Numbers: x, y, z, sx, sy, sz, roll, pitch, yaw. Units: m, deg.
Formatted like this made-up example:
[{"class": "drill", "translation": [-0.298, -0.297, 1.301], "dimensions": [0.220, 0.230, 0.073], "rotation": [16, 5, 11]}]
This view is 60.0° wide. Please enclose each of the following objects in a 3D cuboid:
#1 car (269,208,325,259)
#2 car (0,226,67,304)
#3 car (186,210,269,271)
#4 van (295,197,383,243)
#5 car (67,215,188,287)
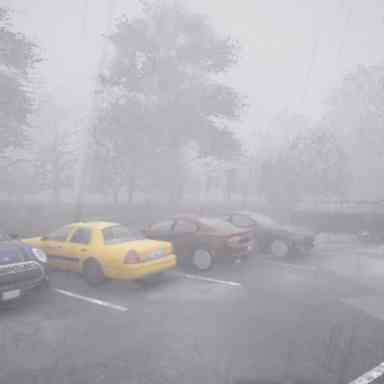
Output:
[{"class": "car", "translation": [2.082, 1.480, 12.631], "dimensions": [5.008, 1.535, 2.097], "rotation": [-1, -1, 35]}, {"class": "car", "translation": [-5.231, 1.360, 7.518], "dimensions": [4.553, 1.767, 2.185], "rotation": [-1, -1, 34]}, {"class": "car", "translation": [-0.352, 1.481, 10.915], "dimensions": [5.008, 1.535, 2.097], "rotation": [-1, 0, 35]}, {"class": "van", "translation": [6.877, 1.252, 16.057], "dimensions": [4.442, 1.987, 1.878], "rotation": [-1, -1, 36]}, {"class": "car", "translation": [-2.939, 1.483, 9.318], "dimensions": [5.366, 1.575, 1.946], "rotation": [-1, 0, 35]}]
